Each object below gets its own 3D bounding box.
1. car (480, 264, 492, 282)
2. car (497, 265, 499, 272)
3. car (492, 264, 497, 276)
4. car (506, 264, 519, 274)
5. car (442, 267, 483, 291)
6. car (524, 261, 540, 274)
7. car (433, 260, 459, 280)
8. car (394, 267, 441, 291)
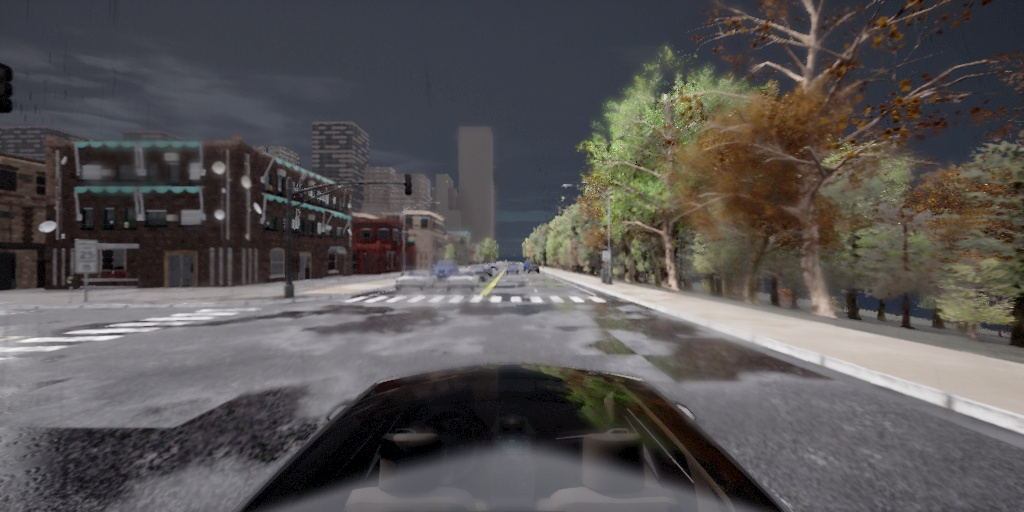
[{"bbox_3d":[-3.355,1.752,34.798,2.033,1.411,5.357,0,-1,0],"label":"car"},{"bbox_3d":[-3.258,1.960,60.688,1.895,1.301,4.718,0,-1,0],"label":"car"},{"bbox_3d":[-3.349,1.896,45.289,2.033,1.411,5.357,0,-1,0],"label":"car"},{"bbox_3d":[0.094,2.056,56.985,2.033,1.411,5.357,0,-1,0],"label":"car"},{"bbox_3d":[-3.354,1.673,25.124,1.895,1.301,4.718,0,-1,0],"label":"car"},{"bbox_3d":[3.343,2.009,56.680,1.837,1.490,4.892,0,-1,0],"label":"car"},{"bbox_3d":[-6.605,1.447,36.259,2.150,2.045,5.566,0,-1,0],"label":"car"},{"bbox_3d":[-6.612,1.673,25.103,1.895,1.301,4.718,0,-1,0],"label":"car"}]
